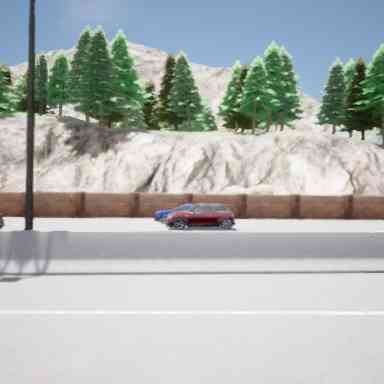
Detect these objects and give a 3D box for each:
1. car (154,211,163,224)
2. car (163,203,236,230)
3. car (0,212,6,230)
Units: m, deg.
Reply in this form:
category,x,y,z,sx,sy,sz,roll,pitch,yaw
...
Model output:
category,x,y,z,sx,sy,sz,roll,pitch,yaw
car,-0.410,1.696,25.717,5.008,1.535,1.882,1,0,-1
car,0.578,1.550,22.247,4.553,1.767,2.097,1,-1,-2
car,-13.082,1.388,18.576,4.553,1.767,2.097,1,0,0
